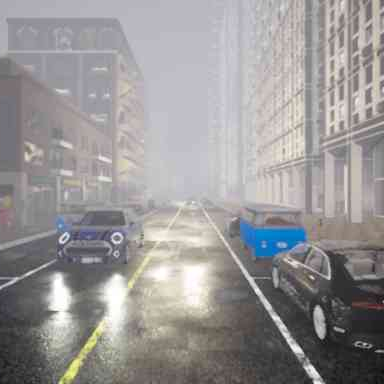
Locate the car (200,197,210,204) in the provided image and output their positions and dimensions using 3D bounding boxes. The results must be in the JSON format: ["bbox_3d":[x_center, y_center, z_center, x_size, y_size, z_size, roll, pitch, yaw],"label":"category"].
[{"bbox_3d":[2.671,1.665,68.301,1.947,1.339,4.313,0,0,0],"label":"car"}]

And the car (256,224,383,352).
[{"bbox_3d":[2.688,1.557,6.167,2.008,1.369,4.403,0,0,0],"label":"car"}]

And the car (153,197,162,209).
[{"bbox_3d":[-5.703,1.625,45.705,1.947,1.339,4.313,0,0,0],"label":"car"}]

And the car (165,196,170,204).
[{"bbox_3d":[-5.708,1.613,62.481,1.752,1.417,4.829,0,0,0],"label":"car"}]

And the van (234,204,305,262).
[{"bbox_3d":[2.687,1.354,11.816,1.690,1.788,3.998,0,0,0],"label":"van"}]

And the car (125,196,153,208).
[{"bbox_3d":[-5.700,1.357,34.408,2.192,1.841,5.009,0,0,0],"label":"car"}]

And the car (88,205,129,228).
[{"bbox_3d":[-5.697,1.609,23.111,1.802,1.307,4.206,0,0,0],"label":"car"}]

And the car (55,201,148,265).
[{"bbox_3d":[-3.007,1.362,11.775,2.097,1.767,4.553,0,0,0],"label":"car"}]

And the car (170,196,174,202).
[{"bbox_3d":[-5.711,1.656,73.948,1.887,1.381,4.507,0,0,0],"label":"car"}]

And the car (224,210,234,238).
[{"bbox_3d":[2.685,1.585,17.464,1.947,1.339,4.313,0,0,0],"label":"car"}]

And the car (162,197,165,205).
[{"bbox_3d":[-5.704,1.619,51.353,2.008,1.369,4.403,0,0,0],"label":"car"}]

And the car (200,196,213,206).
[{"bbox_3d":[2.674,1.659,57.004,1.802,1.307,4.206,0,0,0],"label":"car"}]

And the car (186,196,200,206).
[{"bbox_3d":[-0.016,1.675,55.156,1.895,1.301,4.718,0,0,0],"label":"car"}]

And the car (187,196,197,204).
[{"bbox_3d":[-0.018,1.603,65.128,1.837,1.490,4.892,0,0,0],"label":"car"}]

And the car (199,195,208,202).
[{"bbox_3d":[2.667,1.563,79.598,1.967,1.590,4.097,0,0,0],"label":"car"}]

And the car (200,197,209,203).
[{"bbox_3d":[2.669,1.693,73.950,1.802,1.307,4.206,0,0,0],"label":"car"}]

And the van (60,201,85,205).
[{"bbox_3d":[-5.695,1.361,17.462,1.690,1.788,3.998,0,0,0],"label":"van"}]
